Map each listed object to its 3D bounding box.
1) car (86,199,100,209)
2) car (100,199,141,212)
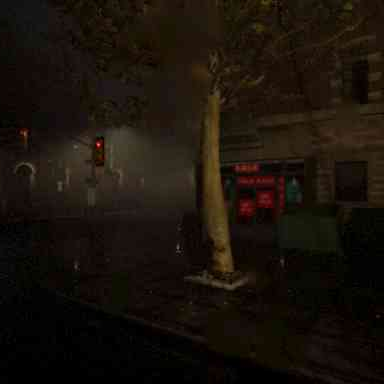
[{"bbox_3d":[-12.026,1.593,45.190,1.895,1.301,4.718,0,0,36],"label":"car"},{"bbox_3d":[-8.059,1.524,39.320,1.812,1.442,4.674,0,0,36],"label":"car"}]
